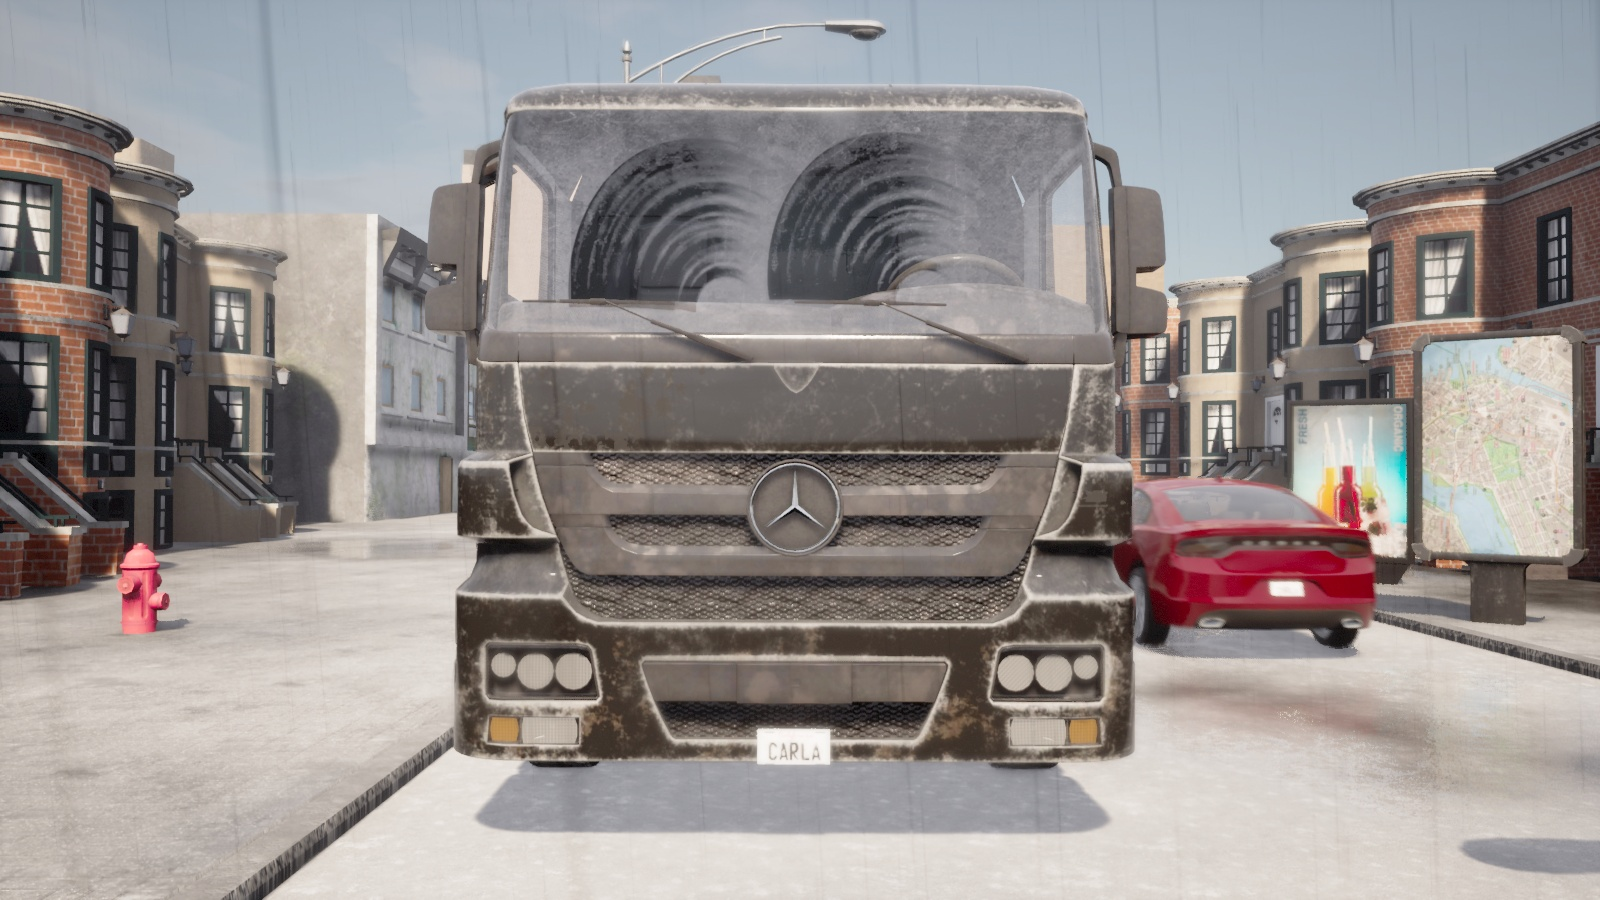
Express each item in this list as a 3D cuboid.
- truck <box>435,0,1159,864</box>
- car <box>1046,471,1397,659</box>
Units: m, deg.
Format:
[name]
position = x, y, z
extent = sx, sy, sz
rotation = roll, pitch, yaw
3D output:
[truck]
position = -0.027, -0.016, 9.011
extent = 2.891, 3.462, 7.936
rotation = 0, -1, 0
[car]
position = 3.966, 0.992, 12.860
extent = 1.882, 1.535, 5.008
rotation = 0, -1, 0
